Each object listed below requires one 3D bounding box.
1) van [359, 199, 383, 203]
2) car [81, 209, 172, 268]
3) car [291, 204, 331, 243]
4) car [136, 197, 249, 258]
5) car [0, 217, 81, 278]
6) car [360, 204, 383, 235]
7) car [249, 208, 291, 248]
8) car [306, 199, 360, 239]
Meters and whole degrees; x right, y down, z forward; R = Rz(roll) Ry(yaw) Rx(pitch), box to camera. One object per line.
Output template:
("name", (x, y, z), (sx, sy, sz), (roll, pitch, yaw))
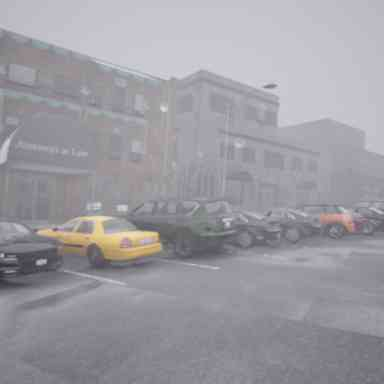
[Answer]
("van", (13.346, 1.464, 23.150), (4.442, 1.987, 1.878), (-1, -1, 35))
("car", (-3.476, 1.476, 11.326), (5.366, 1.575, 1.946), (-1, -1, 35))
("car", (3.857, 1.534, 16.311), (4.892, 1.521, 2.231), (-1, -1, 35))
("car", (-0.962, 1.240, 12.936), (5.566, 2.045, 2.435), (-1, -1, 35))
("car", (-5.719, 1.473, 9.522), (5.008, 1.535, 2.097), (-1, -1, 35))
("car", (8.672, 1.629, 19.688), (4.792, 1.488, 2.163), (-1, -2, 35))
("car", (1.459, 1.508, 14.612), (4.892, 1.521, 2.231), (-1, -1, 35))
("car", (6.270, 1.436, 17.989), (4.553, 1.767, 2.185), (-1, -1, 35))
